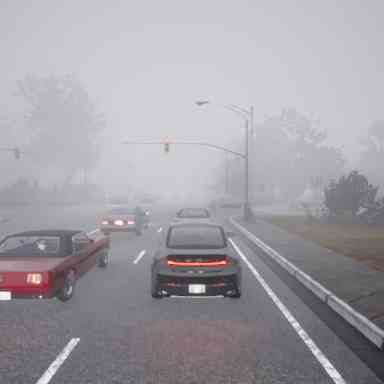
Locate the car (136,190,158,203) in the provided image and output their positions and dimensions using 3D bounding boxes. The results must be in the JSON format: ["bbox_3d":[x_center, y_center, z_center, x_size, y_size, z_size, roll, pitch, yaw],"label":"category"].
[{"bbox_3d":[-7.183,0.950,53.139,2.097,1.767,4.553,0,0,-1],"label":"car"}]

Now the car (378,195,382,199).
[{"bbox_3d":[23.743,0.938,39.026,5.566,2.045,2.150,0,0,-4],"label":"car"}]

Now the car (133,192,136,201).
[{"bbox_3d":[-10.671,0.674,68.307,2.150,2.045,5.566,0,0,-1],"label":"car"}]

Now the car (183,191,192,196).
[{"bbox_3d":[-1.441,0.452,95.186,2.033,1.411,5.357,0,1,-7],"label":"car"}]

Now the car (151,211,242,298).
[{"bbox_3d":[0.086,1.472,8.390,1.837,1.490,4.892,0,0,0],"label":"car"}]

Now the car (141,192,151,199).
[{"bbox_3d":[-10.892,0.799,78.739,1.882,1.535,5.008,0,1,-2],"label":"car"}]

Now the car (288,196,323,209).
[{"bbox_3d":[13.659,1.213,38.436,4.902,1.511,2.128,0,0,-3],"label":"car"}]

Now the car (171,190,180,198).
[{"bbox_3d":[-4.159,0.752,84.771,2.128,1.511,4.902,0,1,-4],"label":"car"}]

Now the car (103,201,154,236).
[{"bbox_3d":[-3.449,1.440,17.798,2.033,1.411,5.357,0,0,-1],"label":"car"}]

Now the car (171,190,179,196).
[{"bbox_3d":[-4.921,0.271,94.818,2.097,1.767,4.553,0,1,-7],"label":"car"}]

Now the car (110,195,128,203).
[{"bbox_3d":[-10.692,1.196,49.080,1.994,1.385,4.181,0,0,0],"label":"car"}]

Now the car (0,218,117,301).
[{"bbox_3d":[-3.415,1.569,8.209,1.895,1.301,4.718,0,0,0],"label":"car"}]

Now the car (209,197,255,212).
[{"bbox_3d":[4.100,1.242,34.817,4.902,1.511,2.128,0,1,15],"label":"car"}]

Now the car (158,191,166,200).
[{"bbox_3d":[-7.179,0.989,69.250,2.033,1.411,5.357,0,1,-1],"label":"car"}]

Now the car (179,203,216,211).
[{"bbox_3d":[0.076,1.494,17.703,1.895,1.301,4.718,0,0,0],"label":"car"}]

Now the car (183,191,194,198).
[{"bbox_3d":[-0.687,0.772,85.309,1.994,1.385,4.181,0,1,-4],"label":"car"}]
